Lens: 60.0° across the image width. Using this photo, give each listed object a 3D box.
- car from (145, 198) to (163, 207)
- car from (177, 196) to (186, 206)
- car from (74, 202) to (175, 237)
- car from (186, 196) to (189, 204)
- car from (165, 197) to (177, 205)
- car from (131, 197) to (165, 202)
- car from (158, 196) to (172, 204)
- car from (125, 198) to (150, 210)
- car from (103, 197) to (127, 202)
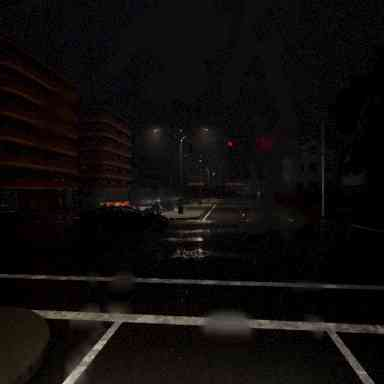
[{"bbox_3d":[-6.146,1.601,53.890,1.895,1.301,4.718,0,0,6],"label":"car"},{"bbox_3d":[-2.706,1.491,53.127,2.128,1.511,4.902,0,0,6],"label":"car"},{"bbox_3d":[-3.722,1.491,17.856,4.902,1.511,2.128,0,0,-20],"label":"car"},{"bbox_3d":[-1.657,1.505,63.030,1.837,1.490,4.892,0,0,7],"label":"car"},{"bbox_3d":[-3.653,1.601,44.081,1.895,1.301,4.718,0,0,6],"label":"car"},{"bbox_3d":[-4.605,1.491,34.871,2.128,1.511,4.902,0,0,6],"label":"car"},{"bbox_3d":[-5.089,1.564,63.865,1.994,1.385,4.181,0,0,6],"label":"car"},{"bbox_3d":[-7.139,1.545,44.359,2.033,1.411,5.357,0,0,6],"label":"car"},{"bbox_3d":[-8.120,1.352,34.941,2.097,1.767,4.553,0,0,6],"label":"car"}]
